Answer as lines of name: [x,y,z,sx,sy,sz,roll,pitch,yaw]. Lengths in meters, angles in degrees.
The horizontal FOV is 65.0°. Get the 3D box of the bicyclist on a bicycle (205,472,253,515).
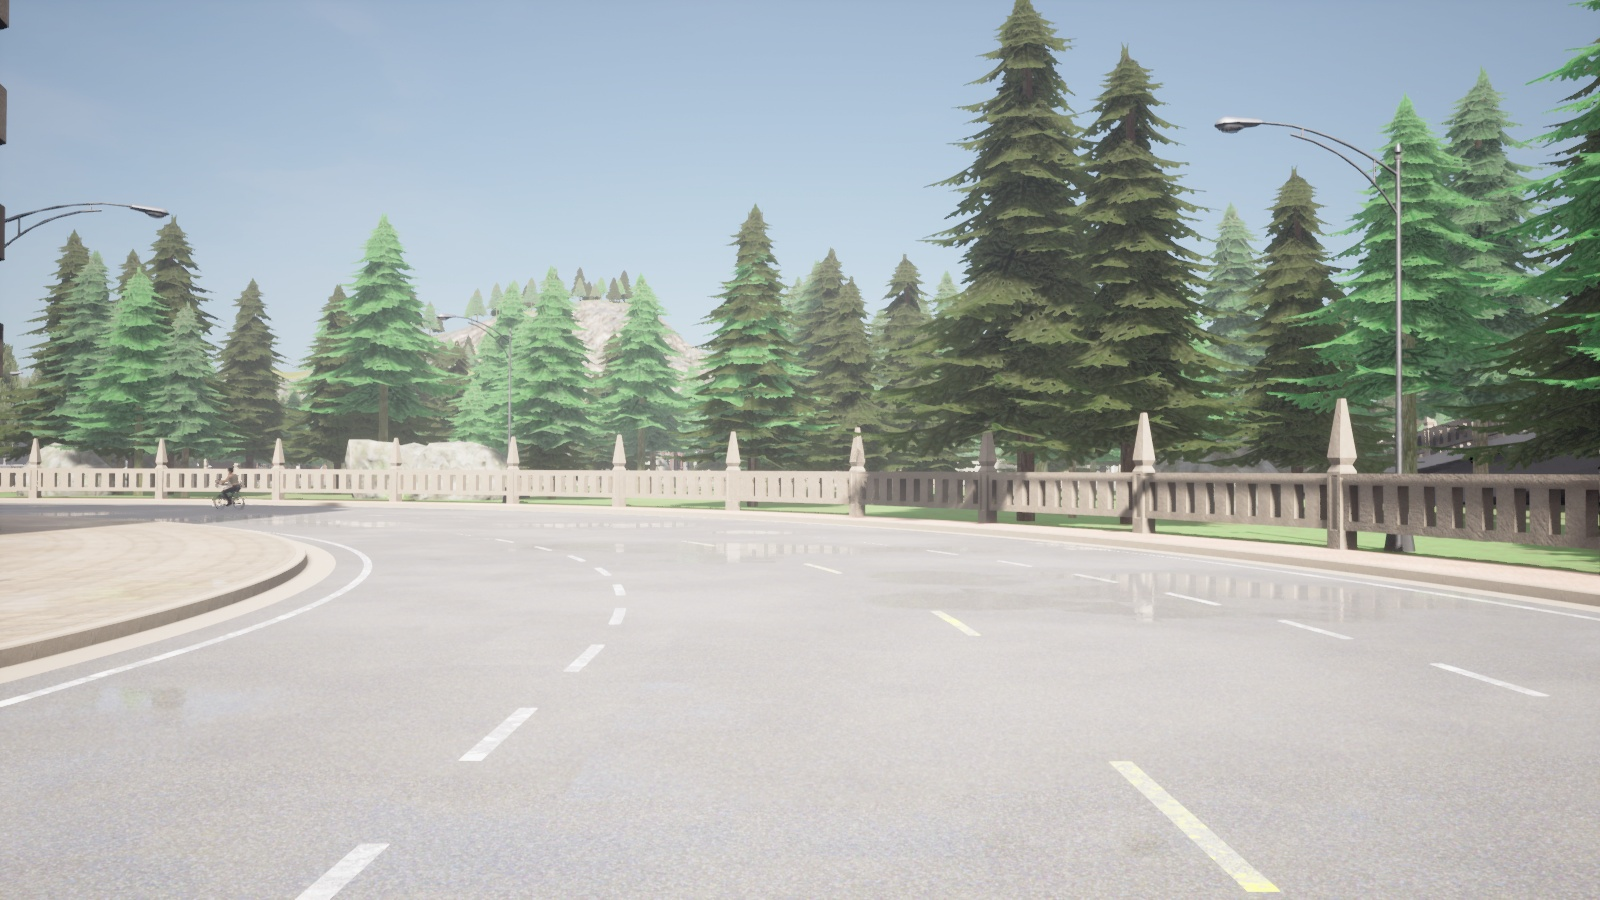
bicyclist on a bicycle: [-21.575,1.635,47.436,1.509,1.612,0.866,-1,-1,22]
